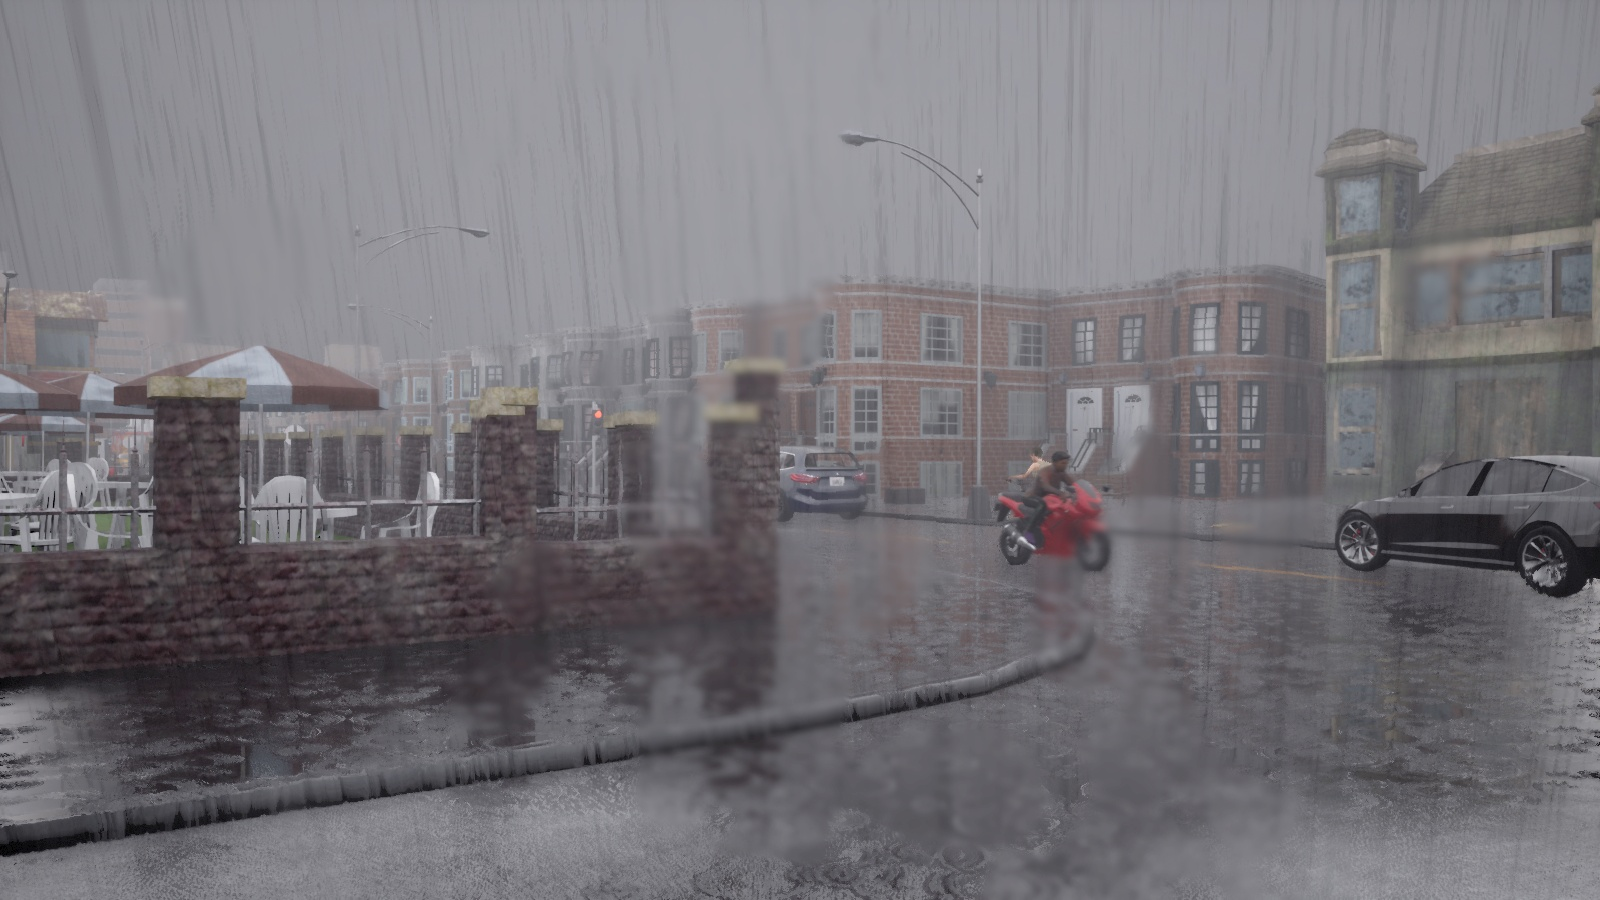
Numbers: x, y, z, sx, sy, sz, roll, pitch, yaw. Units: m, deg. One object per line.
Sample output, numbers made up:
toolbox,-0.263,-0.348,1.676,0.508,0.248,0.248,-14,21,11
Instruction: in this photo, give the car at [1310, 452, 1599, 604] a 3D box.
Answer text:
car,8.401,0.764,14.686,2.163,1.488,4.792,0,0,-12

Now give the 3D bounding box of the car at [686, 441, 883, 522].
car,-0.451,0.660,28.472,2.242,1.667,4.611,0,0,-35

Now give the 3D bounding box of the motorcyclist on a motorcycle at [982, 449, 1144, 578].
motorcyclist on a motorcycle,3.302,0.759,15.986,0.797,1.523,2.044,-1,0,-33
